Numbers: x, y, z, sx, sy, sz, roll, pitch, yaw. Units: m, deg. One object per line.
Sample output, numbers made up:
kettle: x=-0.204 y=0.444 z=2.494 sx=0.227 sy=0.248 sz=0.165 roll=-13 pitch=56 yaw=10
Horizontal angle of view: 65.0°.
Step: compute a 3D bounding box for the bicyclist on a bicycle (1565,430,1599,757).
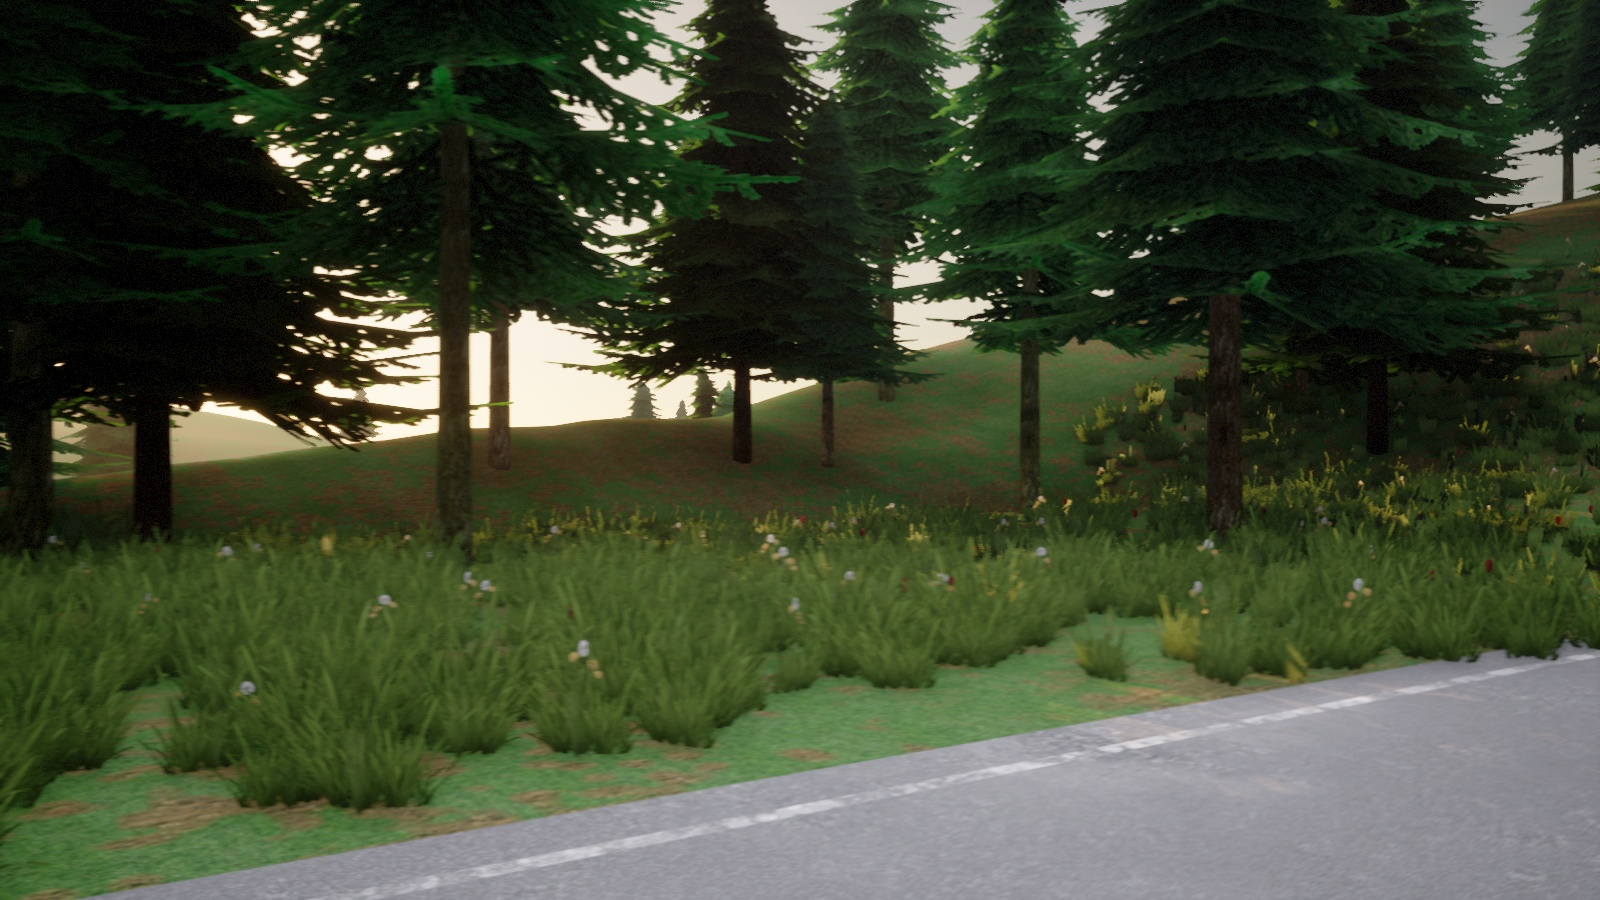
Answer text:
bicyclist on a bicycle: x=4.711 y=0.704 z=6.569 sx=1.656 sy=1.620 sz=0.582 roll=0 pitch=0 yaw=-35
